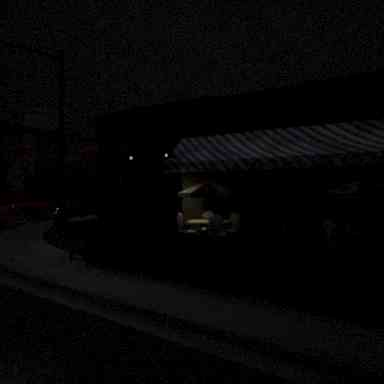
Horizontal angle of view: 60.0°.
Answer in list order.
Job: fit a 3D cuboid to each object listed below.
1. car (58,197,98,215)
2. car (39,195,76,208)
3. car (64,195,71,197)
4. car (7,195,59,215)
[{"bbox_3d":[-11.051,1.517,34.070,1.994,1.385,4.181,0,0,31],"label":"car"},{"bbox_3d":[-19.208,1.280,47.754,2.097,1.767,4.553,0,0,34],"label":"car"},{"bbox_3d":[-15.994,1.461,46.278,1.812,1.442,4.674,0,0,34],"label":"car"},{"bbox_3d":[-15.784,1.299,33.065,2.097,1.767,4.553,0,0,25],"label":"car"}]
